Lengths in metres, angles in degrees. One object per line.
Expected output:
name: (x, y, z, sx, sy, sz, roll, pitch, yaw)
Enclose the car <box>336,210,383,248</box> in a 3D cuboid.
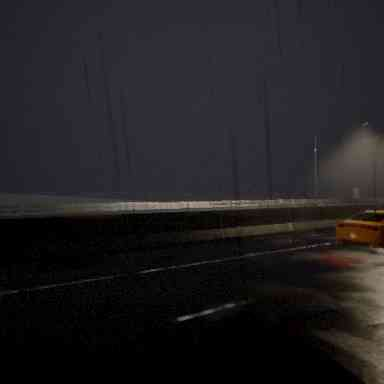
car: (8.045, 1.493, 13.830, 5.008, 1.535, 1.882, 0, 0, -35)
